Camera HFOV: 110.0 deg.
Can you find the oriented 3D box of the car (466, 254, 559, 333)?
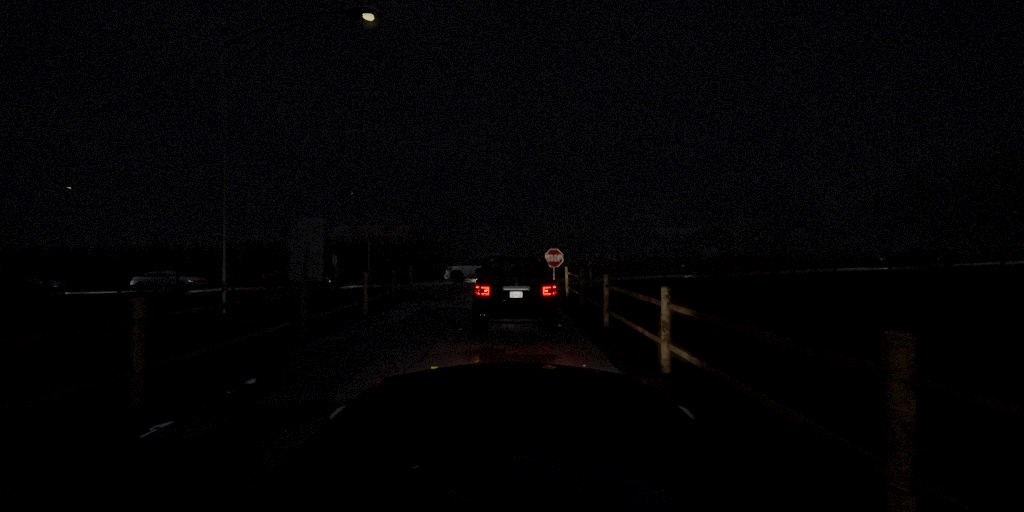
[{"bbox_3d":[0.060,0.976,10.883,2.150,2.045,5.566,0,0,-1],"label":"car"}]

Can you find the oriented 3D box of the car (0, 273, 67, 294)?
[{"bbox_3d":[-35.105,1.965,25.747,4.902,1.511,2.128,-1,-2,0],"label":"car"}]

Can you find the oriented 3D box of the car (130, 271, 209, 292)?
[{"bbox_3d":[-24.545,1.784,25.765,4.674,1.442,1.812,-1,-2,0],"label":"car"}]

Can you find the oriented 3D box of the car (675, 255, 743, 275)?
[{"bbox_3d":[15.746,0.700,28.834,5.008,1.535,1.882,-2,-2,0],"label":"car"}]

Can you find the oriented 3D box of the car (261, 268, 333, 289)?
[{"bbox_3d":[-15.437,1.589,25.790,4.674,1.442,1.812,-1,-2,0],"label":"car"}]

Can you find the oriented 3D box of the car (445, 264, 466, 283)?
[{"bbox_3d":[-2.547,1.063,28.786,5.566,2.045,2.150,-2,-2,0],"label":"car"}]

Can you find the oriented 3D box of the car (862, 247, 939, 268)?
[{"bbox_3d":[31.149,0.105,28.876,5.008,1.535,1.882,-2,-2,0],"label":"car"}]
